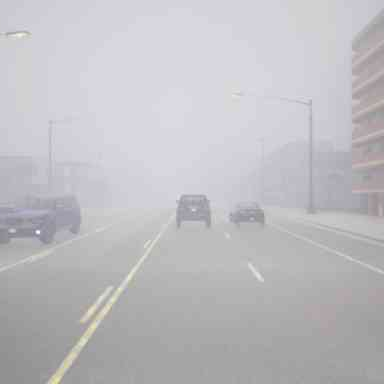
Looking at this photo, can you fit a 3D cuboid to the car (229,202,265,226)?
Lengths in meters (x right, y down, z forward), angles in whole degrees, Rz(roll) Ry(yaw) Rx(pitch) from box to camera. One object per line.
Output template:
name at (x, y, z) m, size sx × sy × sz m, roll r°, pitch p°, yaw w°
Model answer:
car at (3.596, 1.404, 22.330) m, size 2.128 × 1.511 × 4.902 m, roll 0°, pitch 0°, yaw 0°

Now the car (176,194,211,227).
car at (0.098, 1.130, 22.299) m, size 2.150 × 2.045 × 5.566 m, roll 0°, pitch 0°, yaw 0°

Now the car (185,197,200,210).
car at (0.088, 1.466, 44.009) m, size 1.837 × 1.490 × 4.892 m, roll 0°, pitch -1°, yaw 0°

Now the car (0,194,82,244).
car at (-7.014, 1.153, 15.803) m, size 2.150 × 2.045 × 5.566 m, roll 0°, pitch 0°, yaw 1°
